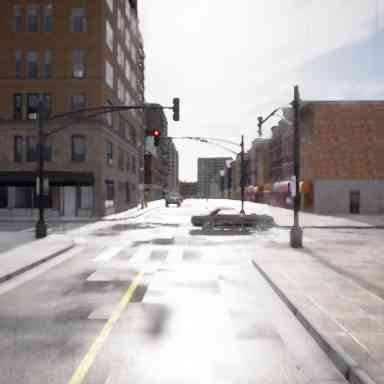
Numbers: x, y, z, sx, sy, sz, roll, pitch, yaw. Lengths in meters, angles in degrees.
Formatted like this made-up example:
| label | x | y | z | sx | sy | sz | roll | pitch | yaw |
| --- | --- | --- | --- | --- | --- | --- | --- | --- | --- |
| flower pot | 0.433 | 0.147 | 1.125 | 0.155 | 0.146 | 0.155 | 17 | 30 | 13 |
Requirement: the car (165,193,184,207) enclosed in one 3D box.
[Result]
| label | x | y | z | sx | sy | sz | roll | pitch | yaw |
| --- | --- | --- | --- | --- | --- | --- | --- | --- | --- |
| car | -2.803 | 1.123 | 49.609 | 2.150 | 2.045 | 5.566 | 0 | 0 | 0 |

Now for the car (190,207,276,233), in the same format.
| label | x | y | z | sx | sy | sz | roll | pitch | yaw |
| --- | --- | --- | --- | --- | --- | --- | --- | --- | --- |
| car | 2.267 | 1.535 | 18.824 | 4.718 | 1.301 | 1.895 | 1 | 0 | 1 |

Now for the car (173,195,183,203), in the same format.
| label | x | y | z | sx | sy | sz | roll | pitch | yaw |
| --- | --- | --- | --- | --- | --- | --- | --- | --- | --- |
| car | -2.735 | 1.455 | 66.817 | 1.882 | 1.535 | 5.008 | 0 | 0 | 0 |
